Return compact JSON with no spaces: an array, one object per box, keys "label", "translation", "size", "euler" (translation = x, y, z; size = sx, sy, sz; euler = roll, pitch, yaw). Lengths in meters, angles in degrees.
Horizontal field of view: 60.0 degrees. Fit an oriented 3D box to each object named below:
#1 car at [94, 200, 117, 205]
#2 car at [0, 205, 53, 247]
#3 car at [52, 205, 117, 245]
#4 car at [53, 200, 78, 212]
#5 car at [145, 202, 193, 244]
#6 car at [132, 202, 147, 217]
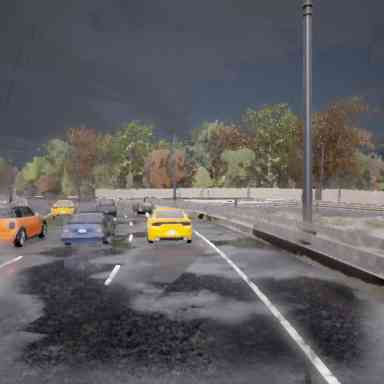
[{"label":"car","translation":[-7.977,1.493,30.804],"size":[2.128,1.511,4.902],"euler":[0,0,-16]},{"label":"car","translation":[-8.091,1.364,14.901],"size":[2.097,1.767,4.553],"euler":[0,0,-8]},{"label":"car","translation":[-4.631,1.561,15.430],"size":[2.033,1.411,5.357],"euler":[0,0,-8]},{"label":"car","translation":[-11.335,1.483,29.819],"size":[1.882,1.535,5.008],"euler":[0,0,-16]},{"label":"car","translation":[-1.167,1.483,15.930],"size":[1.882,1.535,5.008],"euler":[0,0,-8]},{"label":"car","translation":[-4.627,1.615,31.819],"size":[1.895,1.301,4.718],"euler":[0,0,-16]}]
